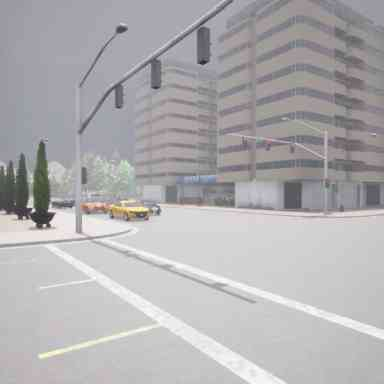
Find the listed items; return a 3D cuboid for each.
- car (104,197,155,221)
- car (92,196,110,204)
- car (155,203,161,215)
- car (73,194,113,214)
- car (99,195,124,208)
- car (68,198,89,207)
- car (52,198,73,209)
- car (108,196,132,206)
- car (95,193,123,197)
[{"bbox_3d":[-5.251,1.478,27.373,1.882,1.535,5.008,0,0,-35],"label":"car"},{"bbox_3d":[-17.509,1.505,63.759,1.837,1.490,4.892,0,0,-34],"label":"car"},{"bbox_3d":[-4.818,1.491,32.884,2.128,1.511,4.902,0,0,-35],"label":"car"},{"bbox_3d":[-10.436,1.352,34.836,2.097,1.767,4.553,0,0,-35],"label":"car"},{"bbox_3d":[-12.147,1.352,49.913,2.097,1.767,4.553,0,0,-35],"label":"car"},{"bbox_3d":[-17.607,1.601,51.332,1.895,1.301,4.718,0,0,-34],"label":"car"},{"bbox_3d":[-17.555,1.601,45.092,1.895,1.301,4.718,0,0,-35],"label":"car"},{"bbox_3d":[-12.199,1.491,56.122,2.128,1.511,4.902,0,0,-35],"label":"car"},{"bbox_3d":[-9.988,1.354,40.328,2.097,1.767,4.553,0,0,-35],"label":"car"}]
